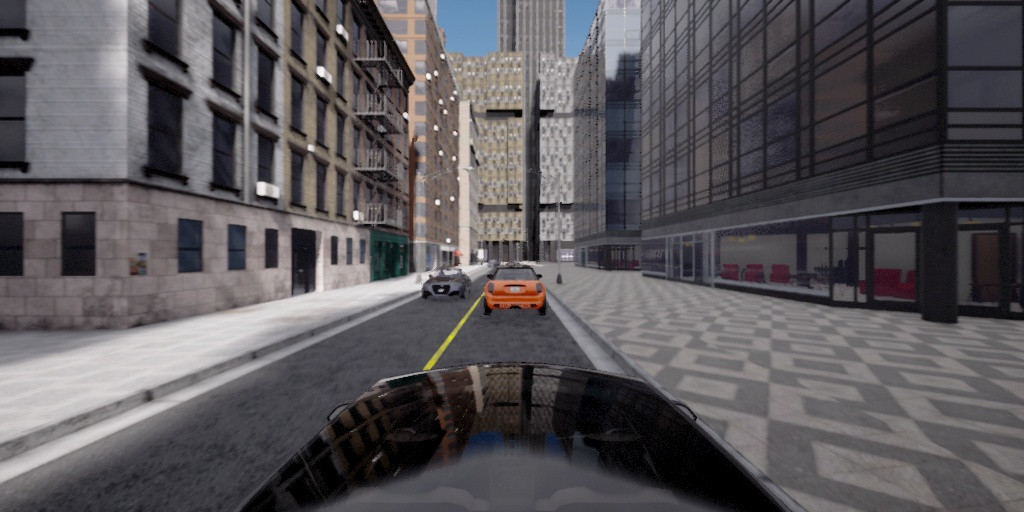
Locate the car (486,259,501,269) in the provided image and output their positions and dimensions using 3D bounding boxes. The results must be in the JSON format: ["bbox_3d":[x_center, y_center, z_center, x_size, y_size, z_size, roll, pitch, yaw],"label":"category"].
[{"bbox_3d":[-3.031,1.289,59.231,2.033,1.411,5.357,0,0,1],"label":"car"}]

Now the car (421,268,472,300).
[{"bbox_3d":[-3.097,1.310,17.669,1.994,1.385,4.181,0,0,0],"label":"car"}]

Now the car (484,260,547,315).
[{"bbox_3d":[0.101,1.099,13.726,2.097,1.767,4.553,0,0,0],"label":"car"}]
